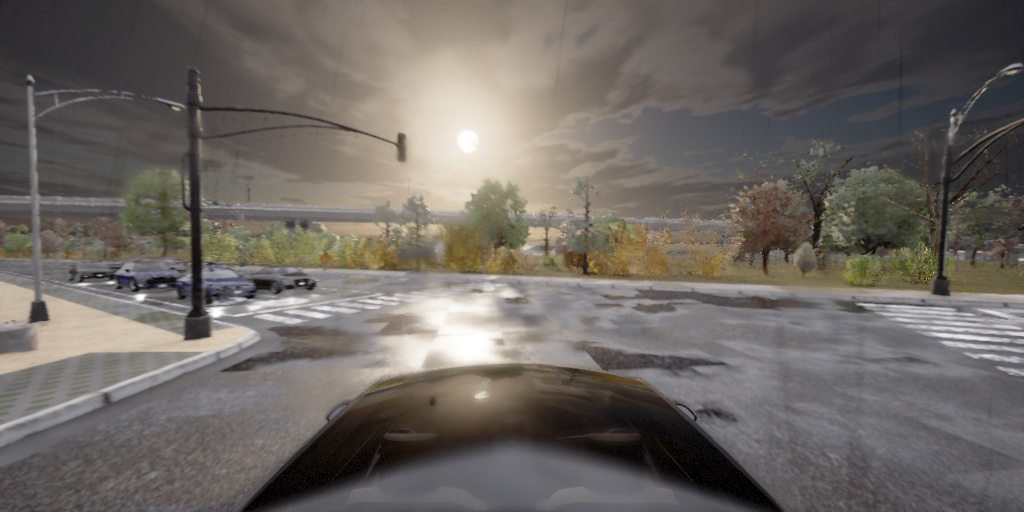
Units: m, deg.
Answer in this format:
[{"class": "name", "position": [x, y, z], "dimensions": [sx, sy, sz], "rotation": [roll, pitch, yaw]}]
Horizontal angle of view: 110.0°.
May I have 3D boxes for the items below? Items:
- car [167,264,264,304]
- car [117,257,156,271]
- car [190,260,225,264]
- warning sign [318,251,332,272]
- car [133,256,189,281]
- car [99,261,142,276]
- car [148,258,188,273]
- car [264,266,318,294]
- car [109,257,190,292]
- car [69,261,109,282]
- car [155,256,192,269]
[{"class": "car", "position": [-13.891, 1.300, 16.744], "dimensions": [4.674, 1.442, 1.812], "rotation": [0, 2, 31]}, {"class": "car", "position": [-45.338, 0.928, 43.242], "dimensions": [4.902, 1.511, 2.128], "rotation": [0, 2, 31]}, {"class": "car", "position": [-19.944, 1.211, 24.128], "dimensions": [4.181, 1.385, 1.994], "rotation": [0, 2, 31]}, {"class": "warning sign", "position": [-17.586, 0.488, 33.733], "dimensions": [1.060, 1.860, 1.300], "rotation": [0, 0, 31]}, {"class": "car", "position": [-28.757, 0.958, 29.368], "dimensions": [4.553, 1.767, 2.097], "rotation": [0, 2, 30]}, {"class": "car", "position": [-38.554, 1.164, 35.275], "dimensions": [4.718, 1.301, 1.895], "rotation": [0, 2, 31]}, {"class": "car", "position": [-36.467, 0.996, 37.964], "dimensions": [4.674, 1.442, 1.812], "rotation": [0, 2, 31]}, {"class": "car", "position": [-12.716, 1.246, 19.829], "dimensions": [4.181, 1.385, 1.994], "rotation": [0, 2, 31]}, {"class": "car", "position": [-21.591, 1.089, 21.322], "dimensions": [4.553, 1.767, 2.097], "rotation": [0, 2, 31]}, {"class": "car", "position": [-32.948, 1.189, 28.102], "dimensions": [4.892, 1.490, 1.837], "rotation": [0, 2, 31]}, {"class": "car", "position": [-43.136, 0.843, 45.605], "dimensions": [4.902, 1.511, 2.128], "rotation": [0, 2, 31]}]
